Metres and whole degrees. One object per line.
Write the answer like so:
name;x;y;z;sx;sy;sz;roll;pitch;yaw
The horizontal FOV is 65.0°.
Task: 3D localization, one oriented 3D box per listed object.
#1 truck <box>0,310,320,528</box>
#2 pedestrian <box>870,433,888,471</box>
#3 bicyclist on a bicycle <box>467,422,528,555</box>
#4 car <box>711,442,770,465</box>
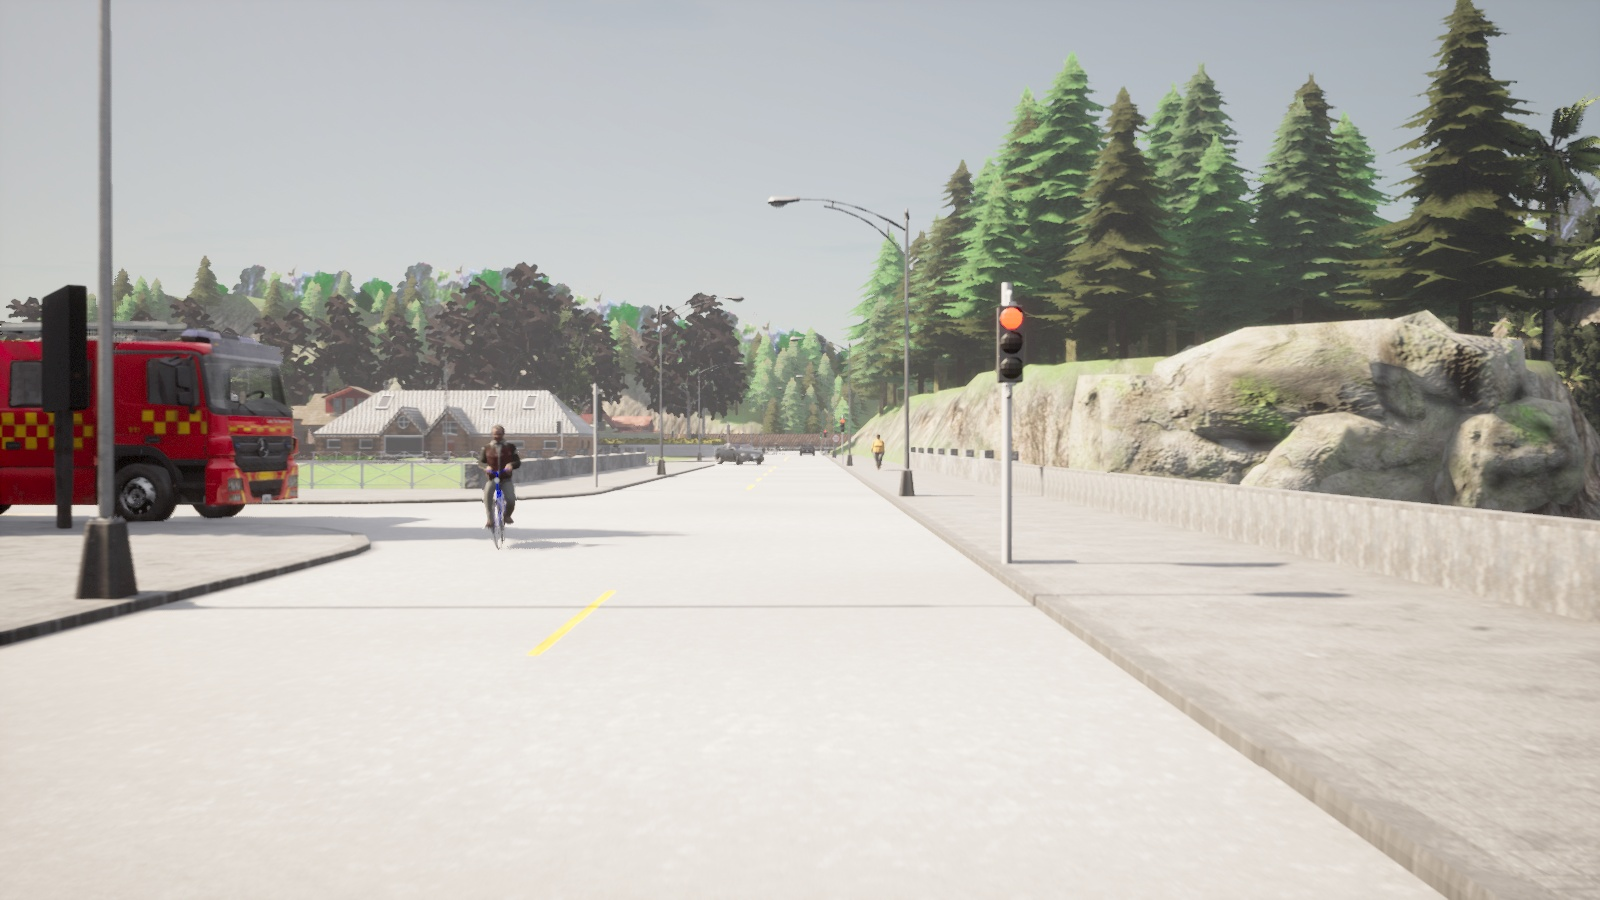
truck;-13.903;-0.564;23.938;8.468;3.827;2.891;0;0;6
pedestrian;3.906;0.110;62.071;0.874;1.855;0.900;0;0;0
bicyclist on a bicycle;-4.279;0.512;17.836;0.659;1.776;1.843;-1;0;-9
car;-4.075;0.220;85.036;2.128;1.511;4.902;0;0;-28
